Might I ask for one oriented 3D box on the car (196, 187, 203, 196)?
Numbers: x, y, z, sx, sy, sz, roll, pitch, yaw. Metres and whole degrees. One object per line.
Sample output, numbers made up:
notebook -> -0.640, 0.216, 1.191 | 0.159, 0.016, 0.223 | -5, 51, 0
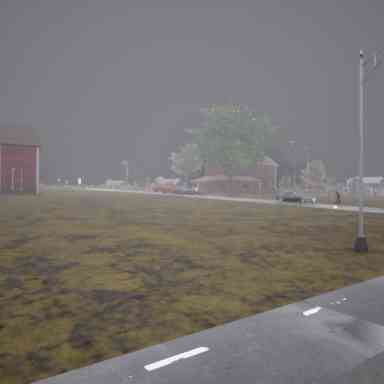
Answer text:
car -> 0.117, -0.153, 58.634 | 1.812, 1.442, 4.674 | 0, 2, -35

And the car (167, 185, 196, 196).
car -> -1.849, -0.063, 56.491 | 1.895, 1.301, 4.718 | 0, 2, -35

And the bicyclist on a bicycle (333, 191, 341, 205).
bicyclist on a bicycle -> 17.398, 0.702, 39.808 | 1.656, 1.620, 0.582 | 0, 2, -36

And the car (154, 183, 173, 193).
car -> -5.573, -0.785, 66.480 | 2.150, 2.045, 5.566 | 0, 2, -36

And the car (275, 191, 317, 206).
car -> 11.655, 0.661, 37.547 | 2.128, 1.511, 4.902 | 0, 2, -36
